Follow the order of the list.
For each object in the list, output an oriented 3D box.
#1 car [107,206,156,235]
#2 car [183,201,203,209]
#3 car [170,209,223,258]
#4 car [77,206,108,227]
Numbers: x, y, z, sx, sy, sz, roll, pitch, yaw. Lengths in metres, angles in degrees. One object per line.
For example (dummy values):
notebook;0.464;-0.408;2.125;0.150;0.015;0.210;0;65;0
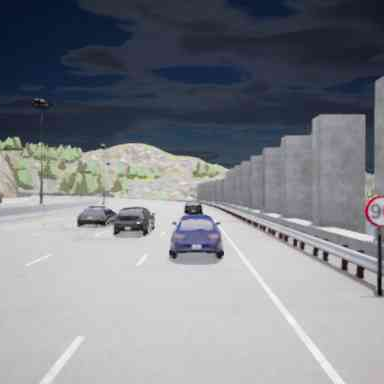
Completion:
car;-3.295;1.616;19.551;1.837;1.490;4.892;0;0;0
car;0.098;1.684;34.572;1.882;1.535;5.008;0;0;-1
car;0.167;1.604;13.011;1.812;1.442;4.674;0;0;0
car;-6.789;1.694;24.132;1.994;1.385;4.181;0;0;0
